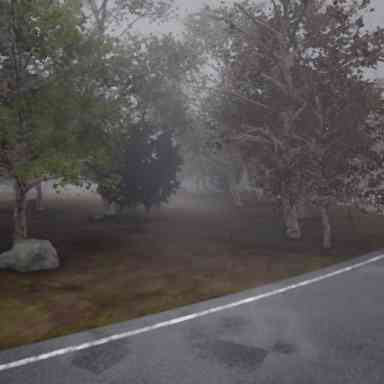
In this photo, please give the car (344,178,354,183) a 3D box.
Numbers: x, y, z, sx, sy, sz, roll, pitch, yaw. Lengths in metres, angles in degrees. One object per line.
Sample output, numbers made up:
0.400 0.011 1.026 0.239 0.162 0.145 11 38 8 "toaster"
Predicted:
32.741 -2.300 70.548 4.902 1.511 2.128 -3 2 -7 "car"
